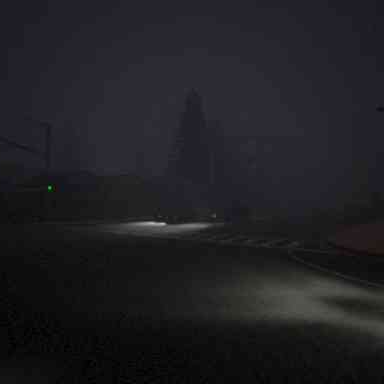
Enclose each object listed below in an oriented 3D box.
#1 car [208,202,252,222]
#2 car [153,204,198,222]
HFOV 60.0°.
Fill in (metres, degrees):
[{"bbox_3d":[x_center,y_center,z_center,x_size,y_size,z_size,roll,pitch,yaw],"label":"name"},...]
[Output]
[{"bbox_3d":[3.235,1.611,27.914,2.128,1.511,4.902,-1,0,38],"label":"car"},{"bbox_3d":[-1.317,1.719,27.735,1.994,1.385,4.181,-1,0,38],"label":"car"}]
